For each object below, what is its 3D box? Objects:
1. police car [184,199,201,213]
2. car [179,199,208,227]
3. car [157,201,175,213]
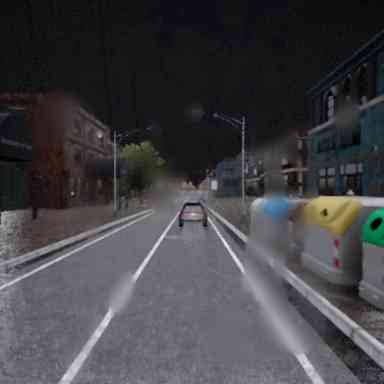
[{"bbox_3d":[0.067,1.718,41.843,2.038,1.542,4.974,0,-1,0],"label":"police car"},{"bbox_3d":[0.082,1.515,23.755,2.033,1.649,4.856,0,0,0],"label":"car"},{"bbox_3d":[-3.120,1.766,40.687,1.994,1.385,4.181,0,-1,0],"label":"car"}]
